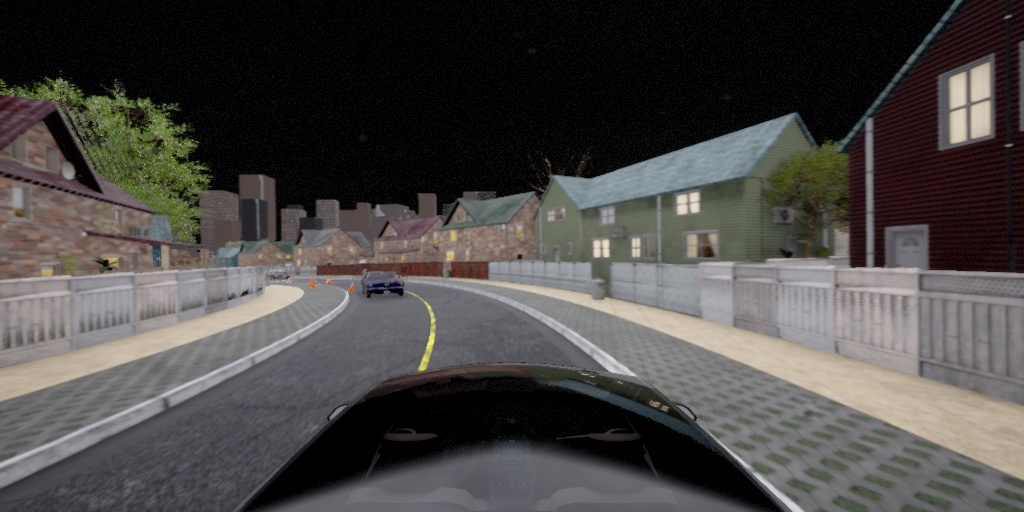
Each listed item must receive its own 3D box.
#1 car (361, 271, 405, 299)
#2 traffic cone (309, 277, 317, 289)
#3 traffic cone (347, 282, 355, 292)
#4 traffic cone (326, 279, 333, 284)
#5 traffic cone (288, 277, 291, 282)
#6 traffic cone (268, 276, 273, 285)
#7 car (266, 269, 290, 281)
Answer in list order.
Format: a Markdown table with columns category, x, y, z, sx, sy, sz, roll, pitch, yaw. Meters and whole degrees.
| category | x | y | z | sx | sy | sz | roll | pitch | yaw |
| --- | --- | --- | --- | --- | --- | --- | --- | --- | --- |
| car | -7.128 | 1.503 | 19.664 | 1.895 | 1.301 | 4.718 | -1 | 0 | -26 |
| traffic cone | -12.532 | 1.643 | 22.688 | 0.340 | 0.580 | 0.340 | 0 | 0 | -12 |
| traffic cone | -9.371 | 1.682 | 20.846 | 0.340 | 0.580 | 0.340 | 0 | 0 | -1 |
| traffic cone | -13.714 | 1.586 | 26.656 | 0.340 | 0.580 | 0.340 | 0 | 0 | 45 |
| traffic cone | -22.652 | 2.439 | 36.464 | 0.340 | 0.580 | 0.340 | 0 | 0 | 40 |
| traffic cone | -26.505 | 2.596 | 39.649 | 0.340 | 0.580 | 0.340 | 0 | 0 | 40 |
| car | -29.473 | 2.313 | 44.870 | 4.674 | 1.442 | 1.812 | -2 | -1 | 39 |
